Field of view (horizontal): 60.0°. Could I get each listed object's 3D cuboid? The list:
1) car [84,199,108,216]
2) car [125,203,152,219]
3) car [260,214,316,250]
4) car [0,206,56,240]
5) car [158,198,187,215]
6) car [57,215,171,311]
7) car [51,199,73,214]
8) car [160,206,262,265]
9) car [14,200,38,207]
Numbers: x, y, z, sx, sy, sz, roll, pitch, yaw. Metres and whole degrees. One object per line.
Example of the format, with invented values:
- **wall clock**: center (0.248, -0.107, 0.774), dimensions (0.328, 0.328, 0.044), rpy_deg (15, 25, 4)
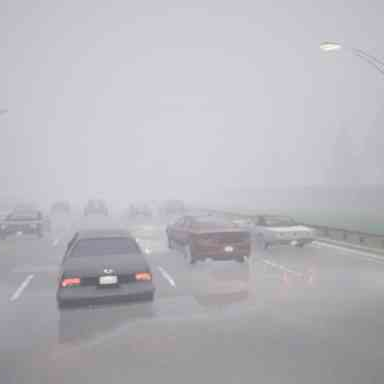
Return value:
- **car**: center (-9.042, 1.397, 31.321), dimensions (2.097, 1.767, 4.553), rpy_deg (0, 0, -17)
- **car**: center (-4.777, 1.643, 29.257), dimensions (1.895, 1.301, 4.718), rpy_deg (0, 0, -17)
- **car**: center (3.214, 1.622, 14.643), dimensions (1.895, 1.301, 4.718), rpy_deg (0, 0, -17)
- **car**: center (-8.582, 1.627, 17.476), dimensions (1.895, 1.301, 4.718), rpy_deg (0, 0, -17)
- **car**: center (-1.925, 1.398, 31.946), dimensions (2.097, 1.767, 4.553), rpy_deg (0, 0, -17)
- **car**: center (-2.150, 1.560, 8.118), dimensions (2.033, 1.411, 5.357), rpy_deg (0, 0, -17)
- **car**: center (-14.165, 1.530, 36.275), dimensions (1.882, 1.535, 5.008), rpy_deg (0, 0, -17)
- **car**: center (0.363, 1.495, 11.950), dimensions (1.882, 1.535, 5.008), rpy_deg (0, 0, -17)
- **car**: center (-17.520, 1.577, 35.274), dimensions (1.812, 1.442, 4.674), rpy_deg (0, 0, -16)
